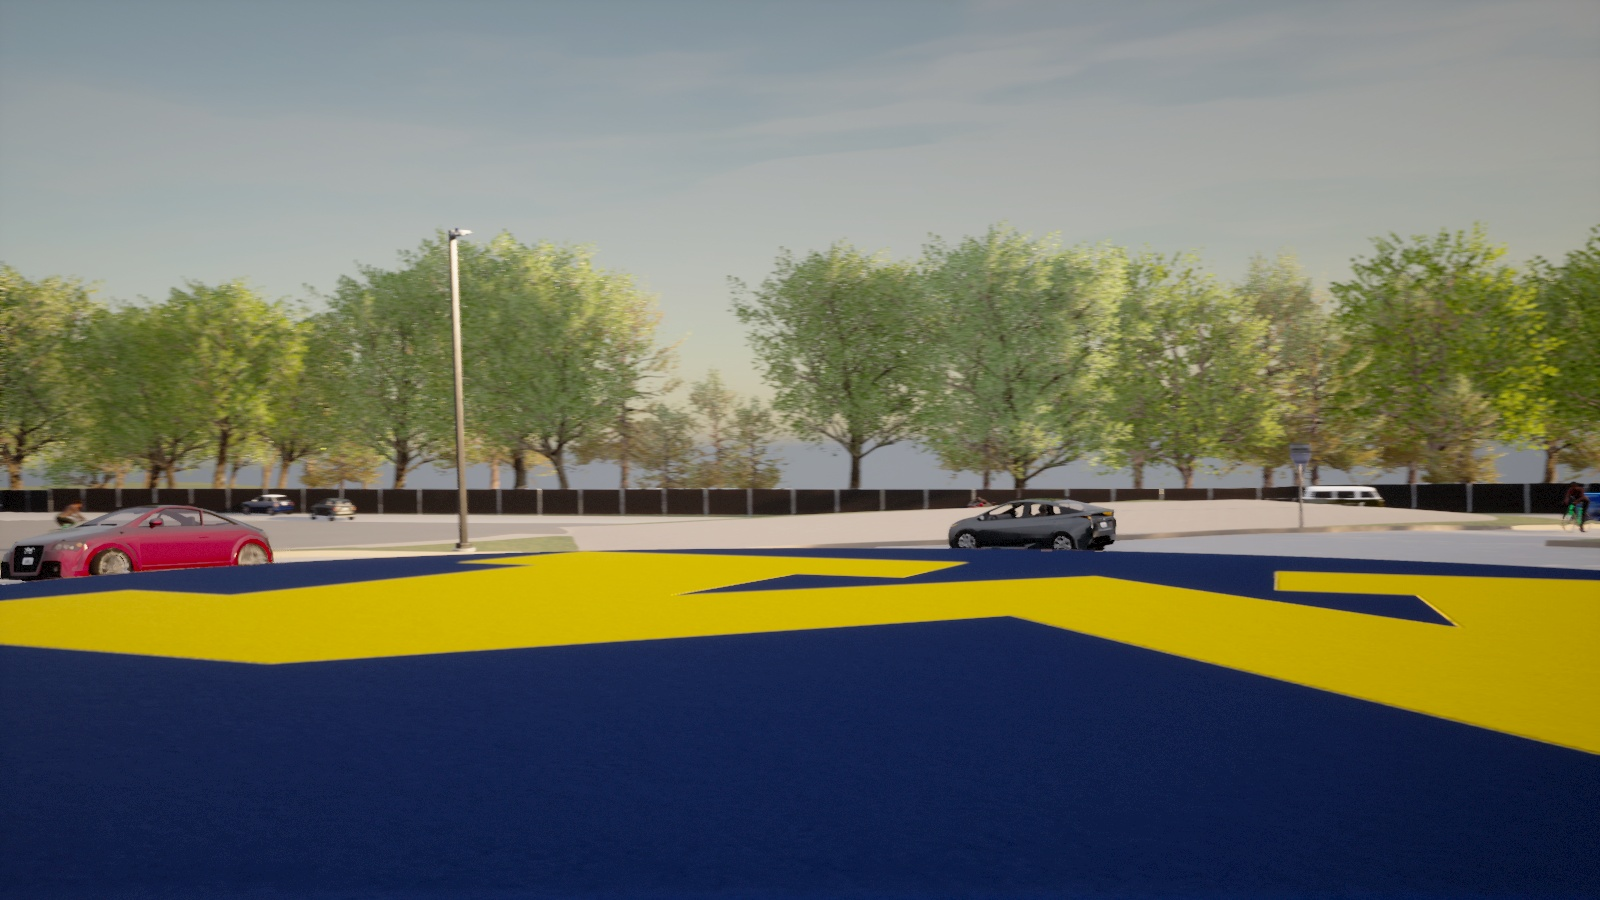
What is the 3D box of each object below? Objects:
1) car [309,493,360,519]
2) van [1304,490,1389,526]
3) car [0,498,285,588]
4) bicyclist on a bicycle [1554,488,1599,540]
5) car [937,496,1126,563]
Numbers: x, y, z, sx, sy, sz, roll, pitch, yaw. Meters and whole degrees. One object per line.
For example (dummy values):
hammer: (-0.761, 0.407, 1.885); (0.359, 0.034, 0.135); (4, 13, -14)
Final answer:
car: (-32.443, 3.881, 87.510); (3.705, 1.549, 1.789); (1, 1, 42)
van: (32.860, 3.451, 75.639); (4.480, 2.038, 2.069); (-1, 0, 18)
car: (-11.301, 1.559, 21.604); (1.994, 1.385, 4.181); (-3, -4, 28)
bicyclist on a bicycle: (24.371, 1.999, 39.356); (1.656, 1.620, 0.582); (2, -2, -31)
car: (6.133, 2.066, 33.506); (4.514, 1.525, 2.007); (-1, 0, 40)
